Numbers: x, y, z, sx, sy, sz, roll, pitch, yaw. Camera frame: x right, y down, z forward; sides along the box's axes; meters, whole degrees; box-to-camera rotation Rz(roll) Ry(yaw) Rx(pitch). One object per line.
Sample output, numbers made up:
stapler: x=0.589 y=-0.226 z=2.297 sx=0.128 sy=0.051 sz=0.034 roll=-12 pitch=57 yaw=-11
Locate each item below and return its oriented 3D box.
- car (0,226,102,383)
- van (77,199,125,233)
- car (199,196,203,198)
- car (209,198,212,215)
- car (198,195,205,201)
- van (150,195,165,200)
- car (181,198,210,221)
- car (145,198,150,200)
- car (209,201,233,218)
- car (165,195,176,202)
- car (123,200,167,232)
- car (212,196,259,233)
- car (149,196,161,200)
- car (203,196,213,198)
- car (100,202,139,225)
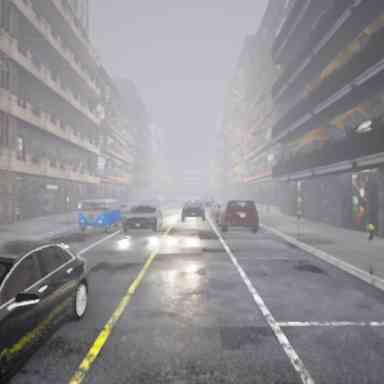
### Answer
car: x=-2.842 y=1.496 z=4.472 sx=1.837 sy=1.490 sz=4.892 roll=0 pitch=0 yaw=0
van: x=-5.297 y=1.316 z=19.367 sx=1.690 sy=1.788 sz=3.998 roll=1 pitch=0 yaw=0
car: x=0.103 y=1.567 z=43.004 sx=1.994 sy=1.385 sz=4.181 roll=0 pitch=0 yaw=0
car: x=2.580 y=1.419 z=24.966 sx=1.967 sy=1.590 sz=4.097 roll=1 pitch=0 yaw=0
car: x=2.586 y=1.623 z=91.900 sx=1.752 sy=1.417 sz=4.829 roll=1 pitch=0 yaw=0
van: x=-5.295 y=1.351 z=47.187 sx=1.690 sy=1.788 sz=3.998 roll=1 pitch=0 yaw=0
car: x=0.103 y=1.472 z=27.410 sx=2.128 sy=1.511 sz=4.902 roll=0 pitch=0 yaw=0
car: x=-5.300 y=1.510 z=30.324 sx=1.752 sy=1.417 sz=4.829 roll=1 pitch=0 yaw=0
car: x=2.579 y=1.566 z=30.527 sx=1.802 sy=1.307 sz=4.206 roll=1 pitch=0 yaw=0
car: x=-5.295 y=1.585 z=74.838 sx=1.752 sy=1.417 sz=4.829 roll=1 pitch=0 yaw=0
car: x=-2.836 y=1.453 z=19.939 sx=1.882 sy=1.535 sz=5.008 roll=0 pitch=0 yaw=0
car: x=2.582 y=1.290 z=19.402 sx=2.192 sy=1.841 sz=5.009 roll=1 pitch=0 yaw=0
car: x=-5.299 y=1.552 z=41.623 sx=2.008 sy=1.369 sz=4.403 roll=1 pitch=0 yaw=0
car: x=2.581 y=1.576 z=47.218 sx=1.947 sy=1.339 sz=4.313 roll=1 pitch=0 yaw=0
car: x=-5.301 y=1.530 z=24.932 sx=2.008 sy=1.369 sz=4.403 roll=1 pitch=0 yaw=0
